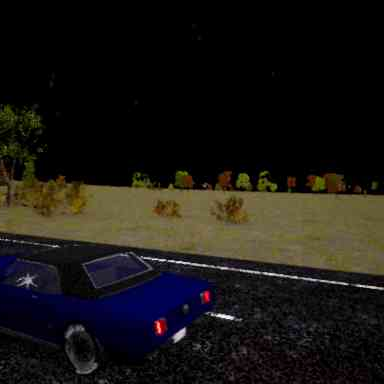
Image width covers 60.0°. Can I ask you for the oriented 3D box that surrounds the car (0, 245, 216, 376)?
[{"bbox_3d":[-2.115,1.549,5.400,4.718,1.301,1.895,1,0,27],"label":"car"}]
